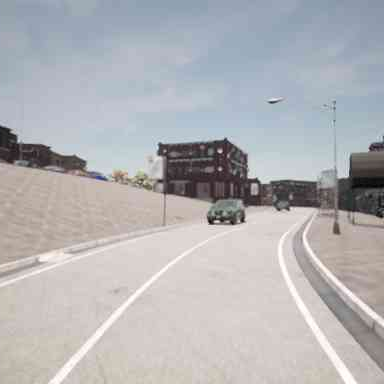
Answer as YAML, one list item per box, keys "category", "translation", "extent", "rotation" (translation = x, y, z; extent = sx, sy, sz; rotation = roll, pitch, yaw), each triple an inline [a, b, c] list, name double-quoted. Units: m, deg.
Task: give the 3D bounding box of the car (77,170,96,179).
- category: "car"
  translation: [-16.597, -2.352, 48.951]
  extent: [2.185, 1.767, 4.553]
  rotation: [0, -3, 11]

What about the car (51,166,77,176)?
- category: "car"
  translation: [-17.723, -2.525, 43.430]
  extent: [2.231, 1.521, 4.892]
  rotation: [0, -3, 13]

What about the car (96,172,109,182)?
- category: "car"
  translation: [-15.576, -2.158, 54.466]
  extent: [2.435, 2.045, 5.566]
  rotation: [0, -3, 10]

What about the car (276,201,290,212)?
- category: "car"
  translation: [18.169, 2.836, 66.322]
  extent: [2.150, 2.045, 5.566]
  rotation: [-1, -2, 21]

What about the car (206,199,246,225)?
- category: "car"
  translation: [2.977, 1.618, 27.751]
  extent: [2.150, 2.045, 5.566]
  rotation: [-1, -2, 21]

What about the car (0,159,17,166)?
- category: "car"
  translation: [-20.265, -3.036, 32.801]
  extent: [2.163, 1.488, 4.792]
  rotation: [0, -3, 15]

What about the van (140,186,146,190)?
- category: "van"
  translation: [-12.695, -0.640, 76.485]
  extent: [1.878, 1.987, 4.442]
  rotation: [0, -4, 6]

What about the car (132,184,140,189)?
- category: "car"
  translation: [-13.289, -0.789, 70.841]
  extent: [2.002, 1.452, 4.674]
  rotation: [0, -4, 7]

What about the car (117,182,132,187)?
- category: "car"
  translation: [-13.950, -1.171, 65.351]
  extent: [2.002, 1.452, 4.674]
  rotation: [0, -4, 8]

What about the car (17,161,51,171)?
- category: "car"
  translation: [-18.926, -2.754, 38.148]
  extent: [2.002, 1.452, 4.674]
  rotation: [0, -3, 14]
